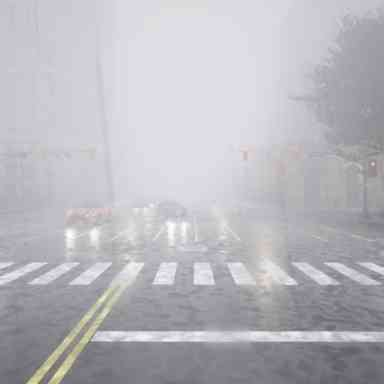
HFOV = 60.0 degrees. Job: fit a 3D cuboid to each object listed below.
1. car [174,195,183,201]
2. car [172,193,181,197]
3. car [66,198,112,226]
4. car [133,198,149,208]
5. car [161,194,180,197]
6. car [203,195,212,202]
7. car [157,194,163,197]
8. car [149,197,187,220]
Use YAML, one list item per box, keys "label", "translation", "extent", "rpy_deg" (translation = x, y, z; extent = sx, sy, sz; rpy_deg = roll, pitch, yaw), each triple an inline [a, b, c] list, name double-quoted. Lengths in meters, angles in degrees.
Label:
- label: "car"
  translation: [-3.321, 1.552, 81.295]
  extent: [1.994, 1.385, 4.181]
  rpy_deg: [0, 0, 1]
- label: "car"
  translation: [-3.441, 1.221, 69.423]
  extent: [2.150, 2.045, 5.566]
  rpy_deg: [0, 0, 1]
- label: "car"
  translation: [-7.108, 1.352, 23.322]
  extent: [2.097, 1.767, 4.553]
  rpy_deg: [0, 0, 0]
- label: "car"
  translation: [-7.112, 1.564, 47.601]
  extent: [1.994, 1.385, 4.181]
  rpy_deg: [0, 0, 0]
- label: "car"
  translation: [-3.612, 1.547, 55.594]
  extent: [2.033, 1.411, 5.357]
  rpy_deg: [0, 0, 0]
- label: "car"
  translation: [3.651, 1.525, 78.496]
  extent: [2.128, 1.511, 4.902]
  rpy_deg: [0, 0, 1]
- label: "car"
  translation: [-7.014, 1.601, 65.524]
  extent: [1.895, 1.301, 4.718]
  rpy_deg: [0, 0, 1]
- label: "car"
  translation: [-1.863, 1.491, 28.517]
  extent: [2.128, 1.511, 4.902]
  rpy_deg: [0, 0, -19]
